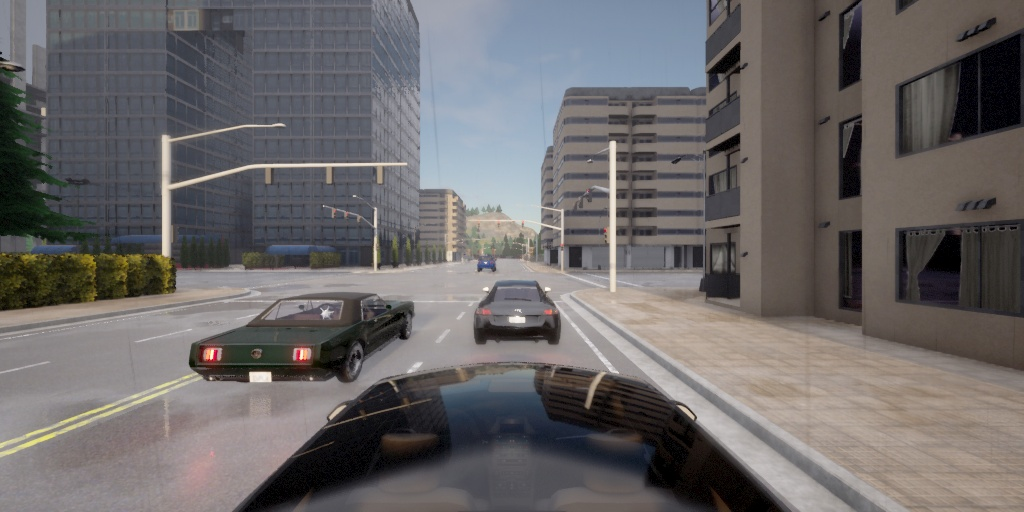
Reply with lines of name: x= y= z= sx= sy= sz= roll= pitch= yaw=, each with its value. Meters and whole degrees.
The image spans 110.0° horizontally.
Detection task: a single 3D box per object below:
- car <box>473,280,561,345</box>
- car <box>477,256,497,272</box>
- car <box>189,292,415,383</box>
car: x=0.130 y=1.314 z=9.545 sx=1.994 sy=1.385 sz=4.181 roll=0 pitch=0 yaw=1
car: x=-3.211 y=0.971 z=46.304 sx=2.150 sy=2.045 sz=5.566 roll=0 pitch=0 yaw=0
car: x=-3.381 y=1.351 z=7.067 sx=1.895 sy=1.301 sz=4.718 roll=0 pitch=0 yaw=0
